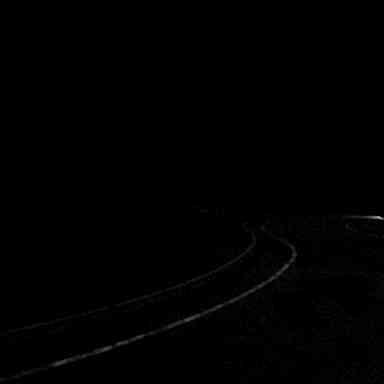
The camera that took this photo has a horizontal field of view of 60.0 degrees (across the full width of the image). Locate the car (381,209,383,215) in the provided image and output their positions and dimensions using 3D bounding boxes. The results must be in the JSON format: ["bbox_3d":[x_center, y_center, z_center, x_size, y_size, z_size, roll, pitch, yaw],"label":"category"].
[{"bbox_3d":[19.097,1.600,29.253,4.181,1.385,1.994,1,0,3],"label":"car"}]
